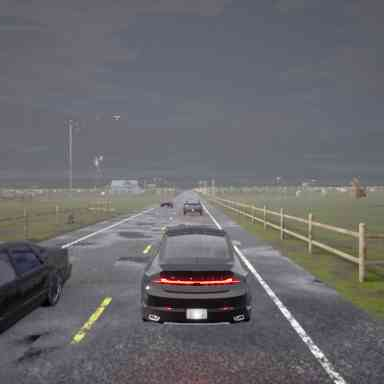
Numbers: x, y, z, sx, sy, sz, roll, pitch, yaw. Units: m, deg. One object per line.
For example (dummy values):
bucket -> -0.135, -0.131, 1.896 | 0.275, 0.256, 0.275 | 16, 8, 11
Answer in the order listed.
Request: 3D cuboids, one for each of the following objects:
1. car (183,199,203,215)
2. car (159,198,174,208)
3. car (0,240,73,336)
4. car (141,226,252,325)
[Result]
car -> 0.095, 1.475, 33.196 | 2.128, 1.511, 4.902 | 0, 0, 0
car -> -3.504, 1.571, 46.911 | 1.895, 1.301, 4.718 | 0, 0, 0
car -> -3.597, 1.547, 5.261 | 2.033, 1.411, 5.357 | 0, 0, 0
car -> 0.077, 1.504, 7.210 | 1.837, 1.490, 4.892 | 0, 0, 0
